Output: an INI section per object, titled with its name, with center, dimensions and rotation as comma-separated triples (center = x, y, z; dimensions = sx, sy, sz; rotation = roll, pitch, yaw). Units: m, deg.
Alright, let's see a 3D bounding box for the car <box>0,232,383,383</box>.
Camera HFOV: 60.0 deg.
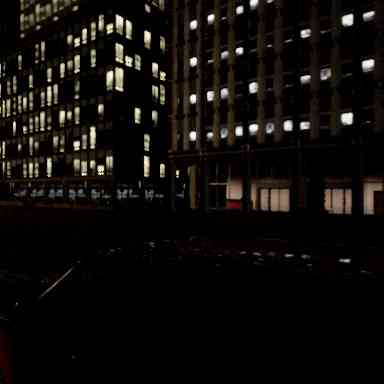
[car]
center = -0.083, 1.314, 2.927
dimensions = 5.009, 1.841, 2.192
rotation = 0, 0, 36
